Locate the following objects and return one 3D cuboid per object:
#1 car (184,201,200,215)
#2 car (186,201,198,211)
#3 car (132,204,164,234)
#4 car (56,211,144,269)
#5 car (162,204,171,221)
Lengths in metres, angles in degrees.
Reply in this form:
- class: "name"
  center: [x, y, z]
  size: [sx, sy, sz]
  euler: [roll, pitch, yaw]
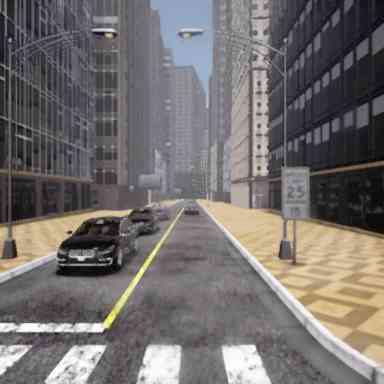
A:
- class: "car"
  center: [-0.010, 2.046, 41.355]
  size: [2.033, 1.411, 5.357]
  euler: [0, -1, 0]
- class: "car"
  center: [-0.012, 2.150, 51.772]
  size: [1.812, 1.442, 4.674]
  euler: [0, -1, 0]
- class: "car"
  center: [-3.099, 1.763, 21.143]
  size: [1.837, 1.490, 4.892]
  euler: [0, 0, 0]
- class: "car"
  center: [-3.096, 1.657, 11.753]
  size: [1.837, 1.490, 4.892]
  euler: [0, -1, 0]
- class: "car"
  center: [-3.095, 1.874, 31.769]
  size: [2.128, 1.511, 4.902]
  euler: [0, -1, 0]
